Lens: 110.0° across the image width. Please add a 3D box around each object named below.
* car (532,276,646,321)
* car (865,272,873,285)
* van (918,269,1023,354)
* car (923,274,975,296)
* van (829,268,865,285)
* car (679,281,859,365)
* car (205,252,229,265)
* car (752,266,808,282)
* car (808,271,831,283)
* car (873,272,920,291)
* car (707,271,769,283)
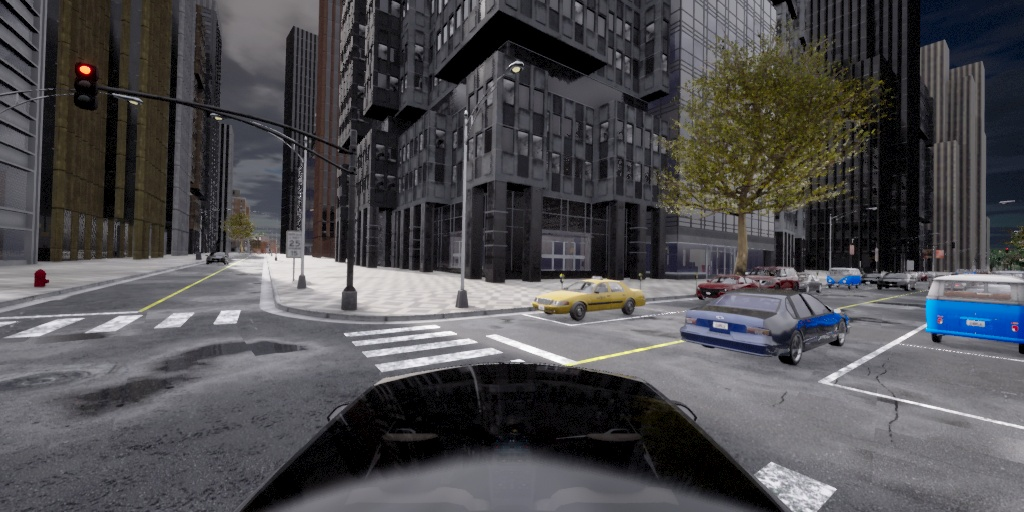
[{"bbox_3d":[2.948,1.448,13.292,4.829,1.417,1.751,0,0,-35],"label":"car"},{"bbox_3d":[37.819,2.398,37.541,4.313,1.339,1.948,0,0,-35],"label":"car"},{"bbox_3d":[12.390,1.385,9.467,3.998,1.789,1.690,0,0,-35],"label":"van"},{"bbox_3d":[33.515,2.182,27.445,5.357,1.411,2.033,2,-1,-34],"label":"car"},{"bbox_3d":[29.138,1.942,31.502,3.998,1.789,1.690,0,0,-35],"label":"van"},{"bbox_3d":[6.167,1.469,8.503,5.357,1.411,2.033,1,-1,-35],"label":"car"},{"bbox_3d":[-35.417,0.241,43.193,1.837,1.490,4.892,2,0,-35],"label":"car"},{"bbox_3d":[16.116,1.574,22.444,5.009,1.841,2.192,0,0,-35],"label":"car"},{"bbox_3d":[20.457,1.924,25.464,4.403,1.370,2.007,0,0,-35],"label":"car"},{"bbox_3d":[33.345,2.178,31.063,4.892,1.490,1.837,2,-1,-35],"label":"car"},{"bbox_3d":[11.775,1.692,19.424,4.507,1.381,1.888,0,0,-35],"label":"car"}]
